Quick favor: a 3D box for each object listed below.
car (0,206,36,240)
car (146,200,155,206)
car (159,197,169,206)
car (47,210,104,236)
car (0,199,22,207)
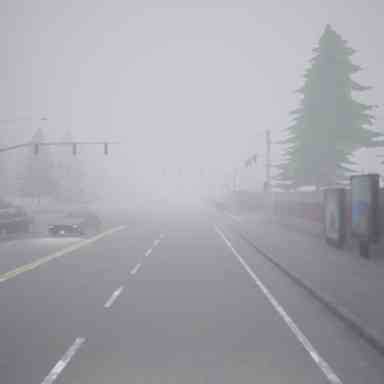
[{"bbox_3d":[-10.543,1.767,18.544,1.837,1.490,4.892,0,-1,1],"label":"car"},{"bbox_3d":[-10.504,2.666,84.868,1.882,1.535,5.008,0,-1,0],"label":"car"},{"bbox_3d":[-7.004,2.413,84.841,2.150,2.045,5.566,0,-1,0],"label":"car"},{"bbox_3d":[-7.021,1.839,20.729,2.033,1.411,5.357,0,-1,0],"label":"car"},{"bbox_3d":[-21.712,1.812,37.614,5.566,2.045,2.150,1,-1,-11],"label":"car"}]
